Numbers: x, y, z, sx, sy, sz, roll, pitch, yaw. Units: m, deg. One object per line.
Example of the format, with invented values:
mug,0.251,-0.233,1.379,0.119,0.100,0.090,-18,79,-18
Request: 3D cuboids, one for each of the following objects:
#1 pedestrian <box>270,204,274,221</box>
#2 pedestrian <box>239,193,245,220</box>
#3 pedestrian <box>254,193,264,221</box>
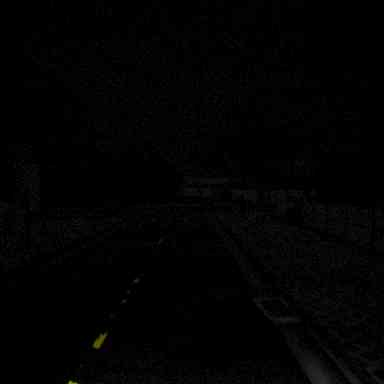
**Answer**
pedestrian,5.470,1.367,22.558,0.500,1.100,0.500,-3,4,0
pedestrian,3.514,0.983,23.135,0.375,1.860,0.375,-3,4,0
pedestrian,4.462,0.992,21.934,0.375,1.860,0.375,-3,4,0
